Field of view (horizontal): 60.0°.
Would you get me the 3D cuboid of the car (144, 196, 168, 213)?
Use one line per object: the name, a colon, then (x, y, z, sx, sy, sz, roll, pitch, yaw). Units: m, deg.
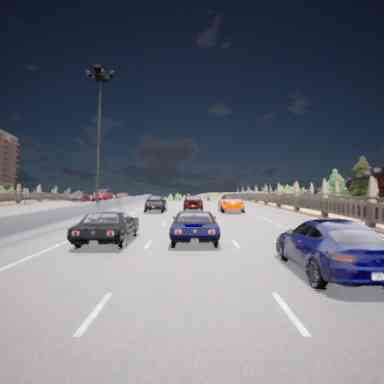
car: (-3.387, 1.096, 31.668, 2.128, 1.511, 4.902, 0, 1, 0)

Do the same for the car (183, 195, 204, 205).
car: (0.114, 1.069, 32.662, 1.882, 1.535, 5.008, 0, 1, 0)

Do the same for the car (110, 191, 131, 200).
car: (-10.544, 0.841, 50.705, 1.882, 1.535, 5.008, 0, 1, 0)

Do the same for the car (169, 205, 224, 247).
car: (0.105, 1.427, 14.113, 1.895, 1.301, 4.718, 0, 1, 0)

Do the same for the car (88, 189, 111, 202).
car: (-14.031, 0.569, 52.267, 2.150, 2.045, 5.566, 0, 1, 1)

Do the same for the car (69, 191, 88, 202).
car: (-17.532, 0.703, 52.104, 2.097, 1.767, 4.553, 0, 0, 0)

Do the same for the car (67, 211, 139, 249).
car: (-3.396, 1.431, 13.713, 1.895, 1.301, 4.718, 0, 1, 0)

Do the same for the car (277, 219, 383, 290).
car: (3.599, 1.420, 8.675, 1.812, 1.442, 4.674, 0, 1, 0)

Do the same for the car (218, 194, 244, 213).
car: (3.613, 0.960, 31.402, 2.097, 1.767, 4.553, 0, 1, 0)
